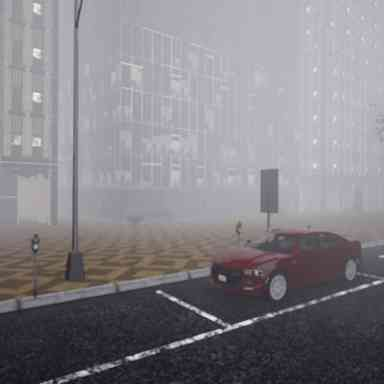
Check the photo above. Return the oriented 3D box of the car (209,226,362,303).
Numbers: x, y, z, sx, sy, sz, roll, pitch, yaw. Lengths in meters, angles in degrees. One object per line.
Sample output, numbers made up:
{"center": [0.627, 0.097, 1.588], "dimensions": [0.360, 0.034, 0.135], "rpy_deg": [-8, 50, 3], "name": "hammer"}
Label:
{"center": [2.470, 1.585, 8.319], "dimensions": [4.507, 1.381, 1.887], "rpy_deg": [0, 0, -35], "name": "car"}
